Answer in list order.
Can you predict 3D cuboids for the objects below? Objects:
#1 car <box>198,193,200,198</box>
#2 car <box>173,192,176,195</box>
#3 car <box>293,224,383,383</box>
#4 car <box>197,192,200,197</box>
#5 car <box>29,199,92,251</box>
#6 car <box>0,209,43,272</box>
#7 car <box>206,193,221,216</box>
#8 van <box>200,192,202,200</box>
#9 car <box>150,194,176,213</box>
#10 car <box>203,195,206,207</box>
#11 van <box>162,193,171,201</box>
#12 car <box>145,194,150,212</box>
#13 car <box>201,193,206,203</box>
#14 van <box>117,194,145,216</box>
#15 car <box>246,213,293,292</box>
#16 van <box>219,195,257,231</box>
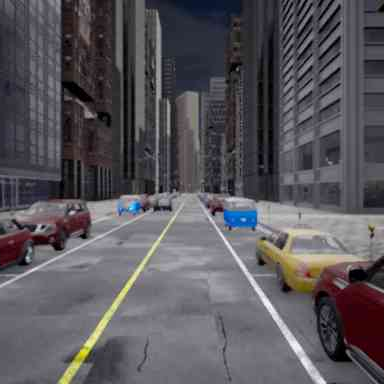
[{"bbox_3d":[2.735,1.308,64.557,1.887,1.381,4.507,0,0,0],"label":"car"},{"bbox_3d":[-5.800,1.217,86.812,1.752,1.417,4.829,0,0,0],"label":"car"},{"bbox_3d":[2.763,1.303,2.856,2.192,1.841,5.009,0,0,0],"label":"car"},{"bbox_3d":[2.730,1.248,75.945,1.752,1.417,4.829,0,0,0],"label":"car"},{"bbox_3d":[-5.767,1.263,14.059,2.192,1.841,5.009,0,0,0],"label":"car"},{"bbox_3d":[-5.765,1.409,8.450,1.967,1.590,4.097,0,0,0],"label":"car"},{"bbox_3d":[2.750,1.198,30.901,2.192,1.841,5.009,0,0,0],"label":"car"},{"bbox_3d":[2.738,1.124,58.947,1.690,1.788,3.998,0,0,0],"label":"van"},{"bbox_3d":[-3.015,1.345,35.656,1.882,1.535,5.008,0,0,0],"label":"car"},{"bbox_3d":[2.745,1.387,42.121,1.887,1.381,4.507,0,0,0],"label":"car"},{"bbox_3d":[-5.795,1.067,75.763,1.690,1.788,3.998,0,0,0],"label":"van"},{"bbox_3d":[-5.777,1.180,36.497,2.192,1.841,5.009,0,0,0],"label":"car"},{"bbox_3d":[2.743,1.262,47.729,1.967,1.590,4.097,0,0,0],"label":"car"},{"bbox_3d":[-5.775,1.226,30.887,1.690,1.788,3.998,0,0,0],"label":"van"},{"bbox_3d":[2.760,1.491,8.636,1.752,1.417,4.829,0,0,0],"label":"car"},{"bbox_3d":[2.755,1.266,19.683,1.690,1.788,3.998,0,0,0],"label":"van"}]
